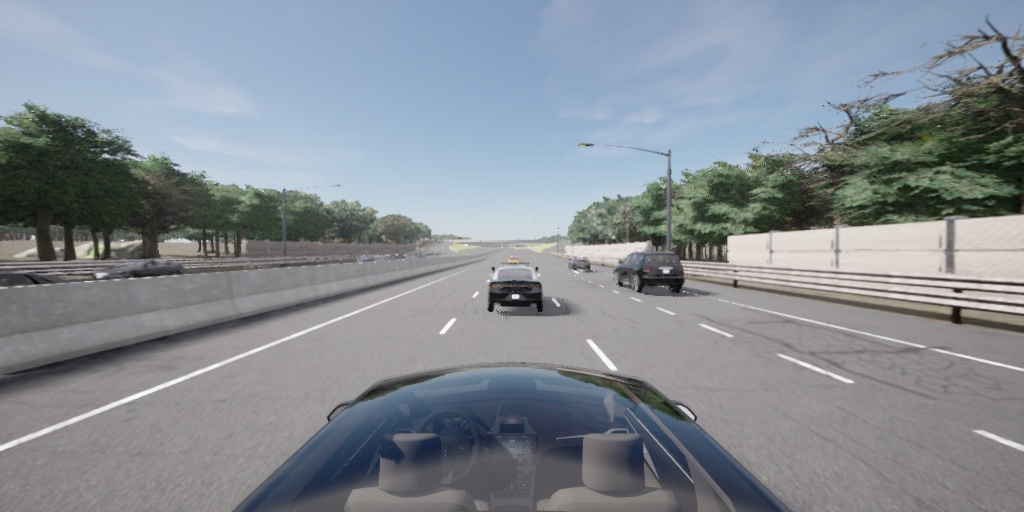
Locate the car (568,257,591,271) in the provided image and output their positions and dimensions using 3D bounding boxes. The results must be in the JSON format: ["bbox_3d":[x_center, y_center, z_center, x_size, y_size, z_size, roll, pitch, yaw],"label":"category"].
[{"bbox_3d":[7.250,0.833,38.915,2.128,1.511,4.902,0,1,0],"label":"car"}]

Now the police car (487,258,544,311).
[{"bbox_3d":[0.120,1.046,13.876,1.930,1.638,5.238,0,1,0],"label":"police car"}]

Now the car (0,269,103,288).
[{"bbox_3d":[-14.086,1.174,9.020,1.837,1.490,4.892,0,1,0],"label":"car"}]

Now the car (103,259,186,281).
[{"bbox_3d":[-24.529,0.996,23.837,2.128,1.511,4.902,0,1,0],"label":"car"}]

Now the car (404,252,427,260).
[{"bbox_3d":[-13.791,0.412,51.388,2.150,2.045,5.566,0,1,1],"label":"car"}]

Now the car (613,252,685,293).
[{"bbox_3d":[7.139,0.785,19.203,2.150,2.045,5.566,0,1,1],"label":"car"}]

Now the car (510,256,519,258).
[{"bbox_3d":[0.302,0.721,45.534,1.801,1.575,5.366,0,1,1],"label":"car"}]

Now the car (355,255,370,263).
[{"bbox_3d":[-20.783,0.680,51.556,2.128,1.511,4.902,0,1,1],"label":"car"}]

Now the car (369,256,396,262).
[{"bbox_3d":[-17.326,0.723,49.112,1.837,1.490,4.892,0,1,1],"label":"car"}]
